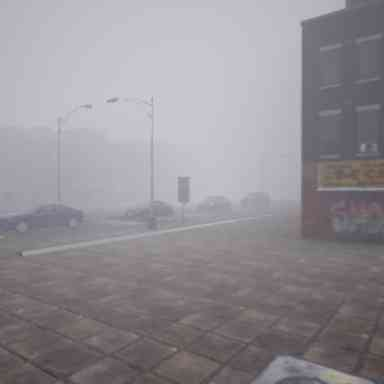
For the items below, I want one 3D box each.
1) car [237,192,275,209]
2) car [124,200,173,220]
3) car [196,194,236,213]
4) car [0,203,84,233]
[{"bbox_3d":[8.455,1.049,43.828,2.150,2.045,5.566,0,0,35],"label":"car"},{"bbox_3d":[-3.388,1.429,27.064,1.812,1.442,4.674,0,0,35],"label":"car"},{"bbox_3d":[2.347,1.218,35.202,2.097,1.767,4.553,0,0,35],"label":"car"},{"bbox_3d":[-8.766,1.418,19.420,1.882,1.535,5.008,0,0,35],"label":"car"}]
